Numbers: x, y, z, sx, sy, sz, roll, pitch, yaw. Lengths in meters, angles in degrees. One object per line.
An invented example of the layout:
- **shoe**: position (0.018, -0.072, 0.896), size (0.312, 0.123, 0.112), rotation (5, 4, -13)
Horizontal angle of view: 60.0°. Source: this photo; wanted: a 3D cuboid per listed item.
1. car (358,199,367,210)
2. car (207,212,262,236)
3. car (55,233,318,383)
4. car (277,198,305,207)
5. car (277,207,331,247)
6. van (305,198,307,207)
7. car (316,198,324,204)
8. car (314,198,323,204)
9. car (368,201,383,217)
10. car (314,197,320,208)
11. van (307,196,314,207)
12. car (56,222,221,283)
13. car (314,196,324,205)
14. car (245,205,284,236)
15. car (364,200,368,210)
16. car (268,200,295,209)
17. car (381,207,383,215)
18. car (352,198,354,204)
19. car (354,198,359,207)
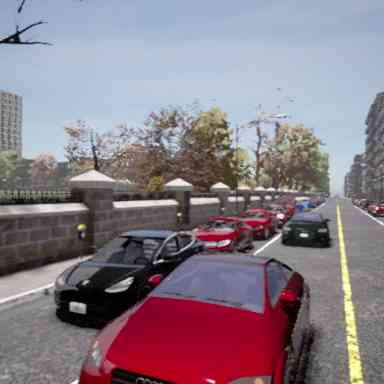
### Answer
- **car**: position (26.898, 2.002, 50.653), size (1.947, 1.339, 4.313), rotation (0, 0, 24)
- **car**: position (1.219, 1.626, 12.715), size (1.802, 1.307, 4.206), rotation (0, 0, 24)
- **car**: position (0.466, 1.579, 4.497), size (1.994, 1.385, 4.181), rotation (0, 0, 24)
- **car**: position (7.969, 1.478, 28.196), size (2.192, 1.841, 5.009), rotation (0, 0, 24)
- **car**: position (5.510, 1.656, 15.811), size (1.994, 1.385, 4.181), rotation (0, 0, 24)
- **van**: position (10.219, 1.547, 33.357), size (1.690, 1.788, 3.998), rotation (0, 0, 24)
- **car**: position (32.714, 2.201, 84.967), size (1.887, 1.381, 4.507), rotation (0, 0, 24)
- **car**: position (30.464, 2.190, 79.806), size (1.802, 1.307, 4.206), rotation (0, 0, 24)
- **car**: position (20.149, 1.748, 35.169), size (1.967, 1.590, 4.097), rotation (0, 0, 24)
- **car**: position (19.216, 1.942, 54.001), size (1.947, 1.339, 4.313), rotation (0, 0, 24)
- **van**: position (14.718, 1.632, 43.680), size (1.690, 1.788, 3.998), rotation (0, 0, 24)
- **car**: position (-1.031, 1.576, 7.553), size (1.947, 1.339, 4.313), rotation (0, 0, 24)
- **car**: position (23.718, 1.781, 64.324), size (2.192, 1.841, 5.009), rotation (0, 0, 24)
- **car**: position (3.468, 1.625, 17.874), size (1.887, 1.381, 4.507), rotation (0, 0, 24)
- **car**: position (22.398, 1.932, 40.330), size (1.802, 1.307, 4.206), rotation (0, 0, 24)
- **car**: position (5.718, 1.561, 23.033), size (1.967, 1.590, 4.097), rotation (0, 0, 24)
- **car**: position (15.648, 1.805, 24.845), size (1.802, 1.307, 4.206), rotation (0, 0, 24)
- **car**: position (35.965, 2.146, 71.452), size (1.752, 1.417, 4.829), rotation (0, 0, 24)
- **car**: position (31.398, 1.965, 60.974), size (1.967, 1.590, 4.097), rotation (0, 0, 24)
